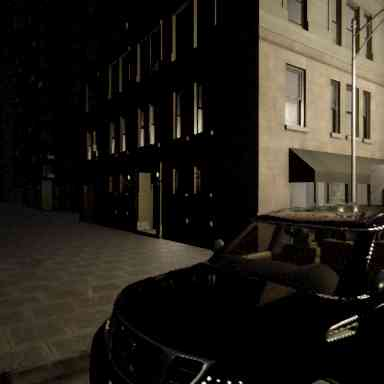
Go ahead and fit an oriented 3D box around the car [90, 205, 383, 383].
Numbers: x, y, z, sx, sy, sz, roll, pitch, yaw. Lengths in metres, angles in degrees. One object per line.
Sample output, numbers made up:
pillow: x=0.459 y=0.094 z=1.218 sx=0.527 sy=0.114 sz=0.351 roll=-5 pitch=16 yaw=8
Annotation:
car: x=1.674 y=1.222 z=4.141 sx=5.566 sy=2.045 sz=2.150 roll=0 pitch=0 yaw=-35
